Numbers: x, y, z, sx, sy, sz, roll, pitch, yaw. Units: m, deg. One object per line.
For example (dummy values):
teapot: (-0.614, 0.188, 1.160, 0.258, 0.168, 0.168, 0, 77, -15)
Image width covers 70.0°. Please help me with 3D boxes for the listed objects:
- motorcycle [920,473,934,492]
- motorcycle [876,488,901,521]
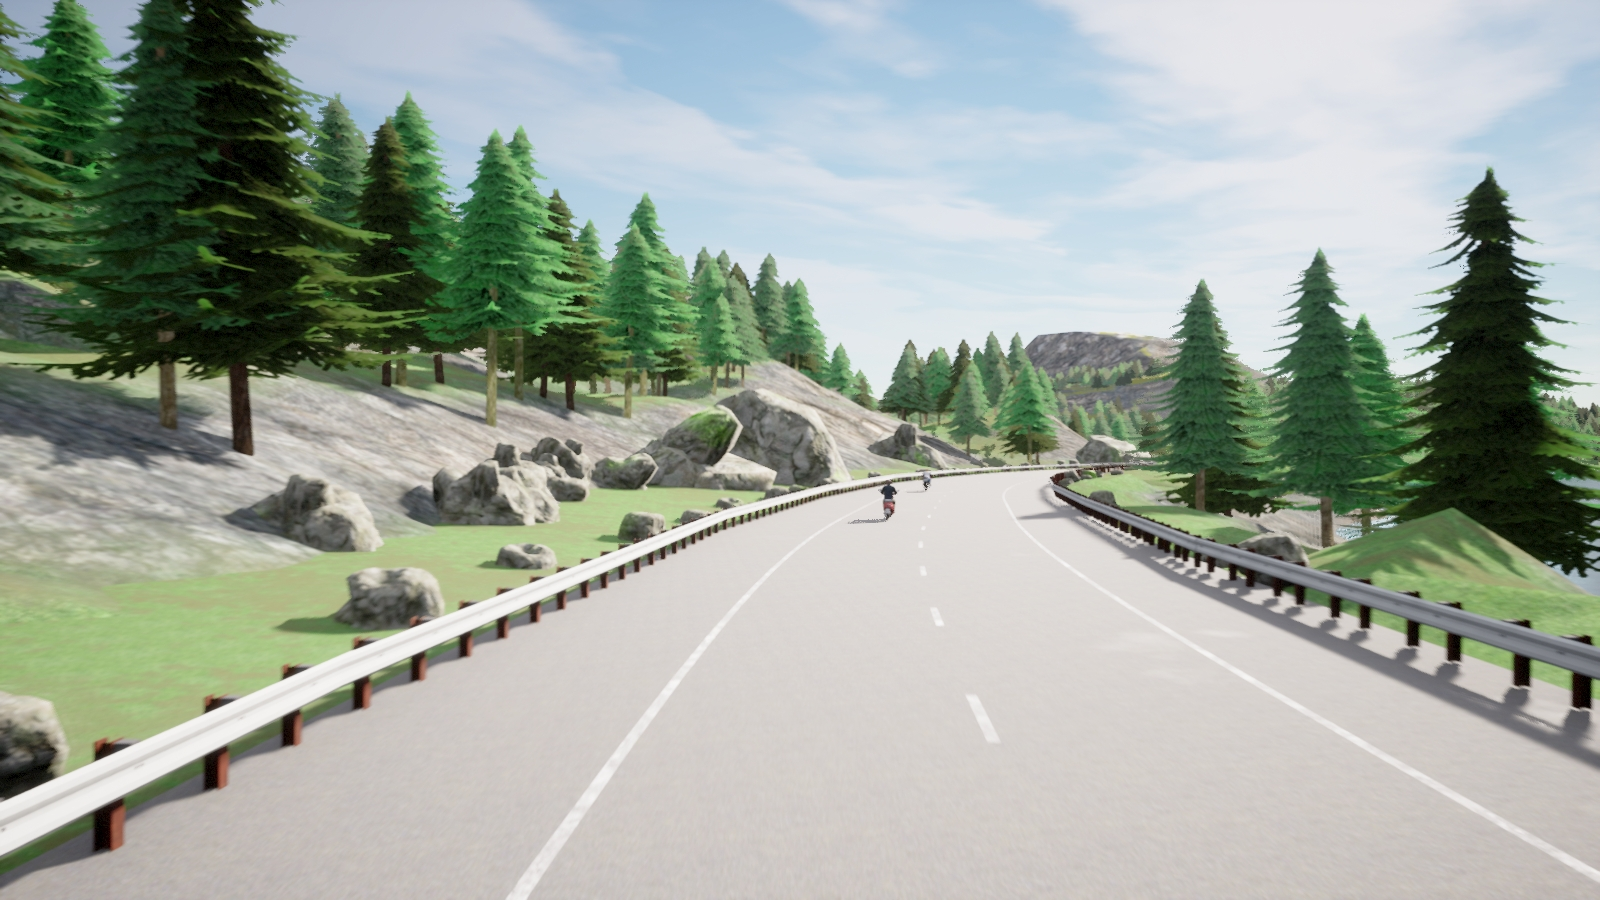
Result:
motorcycle: (8.631, 2.179, 77.531, 0.803, 1.217, 2.033, 0, 0, 11)
motorcycle: (3.580, 2.183, 46.077, 0.856, 1.236, 1.805, 0, 0, 8)
